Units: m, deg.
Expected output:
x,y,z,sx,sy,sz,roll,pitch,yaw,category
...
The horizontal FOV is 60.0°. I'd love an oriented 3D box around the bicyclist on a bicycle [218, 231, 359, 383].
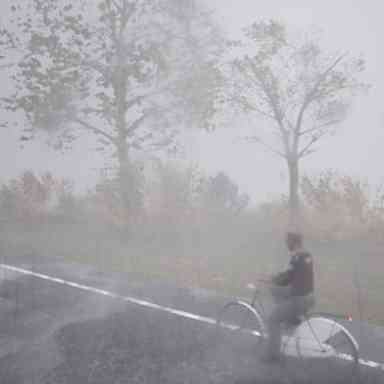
x,y,z,sx,sy,sz,roll,pitch,yaw,category
1.107,1.370,4.269,1.843,1.776,0.659,0,0,35,bicyclist on a bicycle
